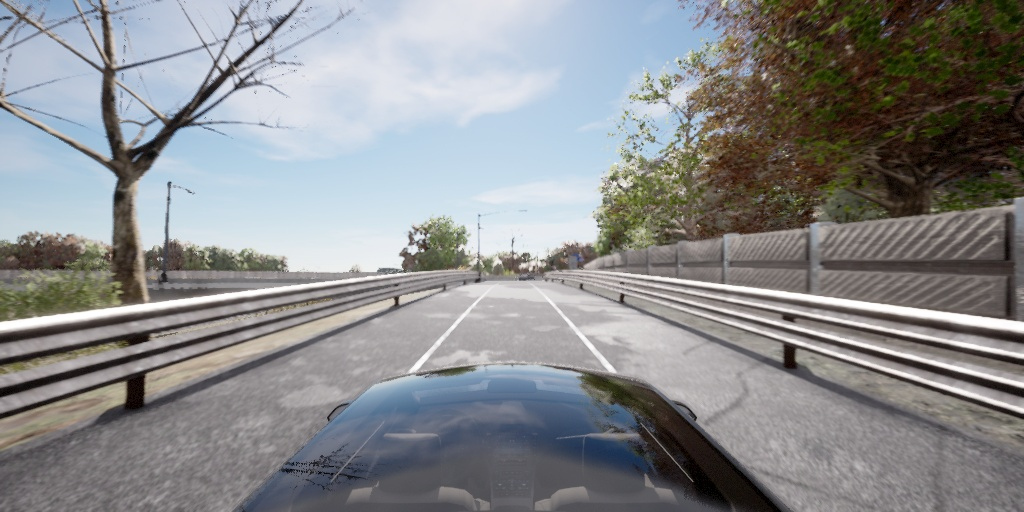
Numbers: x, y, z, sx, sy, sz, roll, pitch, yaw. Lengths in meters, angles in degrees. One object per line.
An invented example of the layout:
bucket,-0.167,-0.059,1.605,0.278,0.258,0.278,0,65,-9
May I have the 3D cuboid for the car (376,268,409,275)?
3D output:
car,-17.539,2.798,53.807,5.566,2.045,2.150,3,-5,-41
